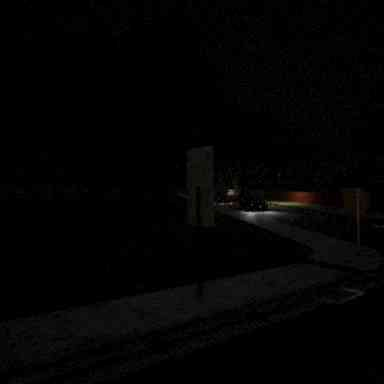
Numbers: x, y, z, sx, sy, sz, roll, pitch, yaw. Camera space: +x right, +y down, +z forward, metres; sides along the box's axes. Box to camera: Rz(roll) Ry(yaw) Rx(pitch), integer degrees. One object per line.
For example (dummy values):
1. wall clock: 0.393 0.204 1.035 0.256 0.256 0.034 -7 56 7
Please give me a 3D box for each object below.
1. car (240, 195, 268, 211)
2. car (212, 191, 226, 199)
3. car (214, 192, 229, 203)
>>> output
1. car: 6.116 1.070 33.350 1.837 1.490 4.892 -1 1 -6
2. car: 5.390 0.571 67.579 1.895 1.301 4.718 -1 1 -6
3. car: 4.304 0.838 50.871 2.033 1.411 5.357 -1 1 -6
